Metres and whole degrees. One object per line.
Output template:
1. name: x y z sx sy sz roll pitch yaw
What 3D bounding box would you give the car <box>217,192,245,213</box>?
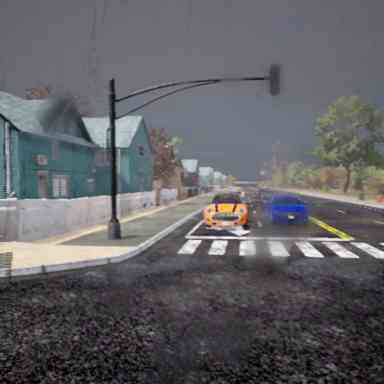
1. car: 3.317 0.804 27.390 2.033 1.411 5.357 0 1 9

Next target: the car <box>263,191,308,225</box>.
1. car: 5.366 0.927 19.189 1.882 1.535 5.008 0 1 9

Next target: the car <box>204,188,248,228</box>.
1. car: 1.902 0.861 18.021 2.097 1.767 4.553 0 1 9

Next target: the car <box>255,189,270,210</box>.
1. car: 6.772 0.690 28.488 2.128 1.511 4.902 0 1 9

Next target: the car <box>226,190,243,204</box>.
1. car: 4.842 0.513 37.455 1.812 1.442 4.674 0 1 8

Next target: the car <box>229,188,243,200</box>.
1. car: 6.447 0.189 47.937 1.882 1.535 5.008 0 2 9
